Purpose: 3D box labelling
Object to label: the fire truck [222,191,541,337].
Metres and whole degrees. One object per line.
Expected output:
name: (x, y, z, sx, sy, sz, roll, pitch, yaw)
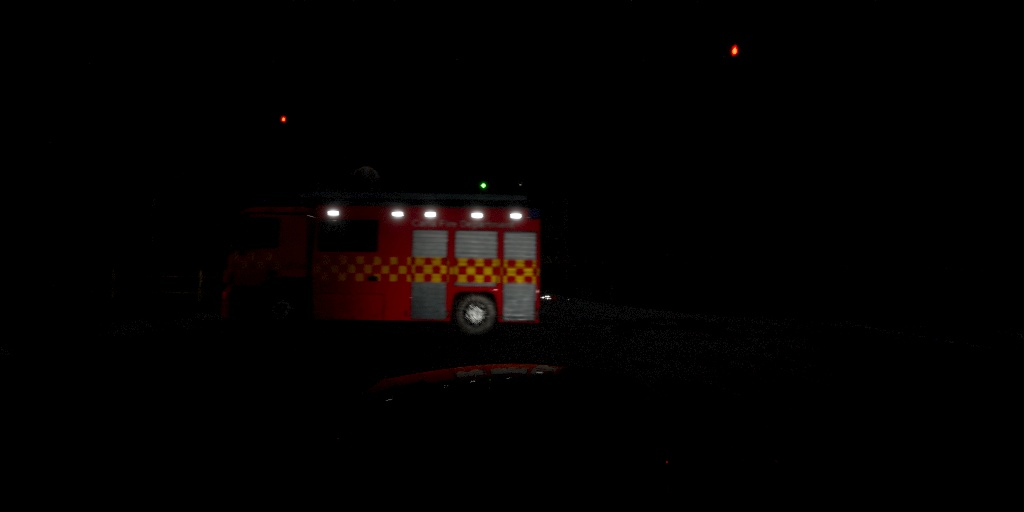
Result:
fire truck: (-3.360, 0.184, 10.679, 8.468, 3.827, 2.891, 1, -2, 0)
